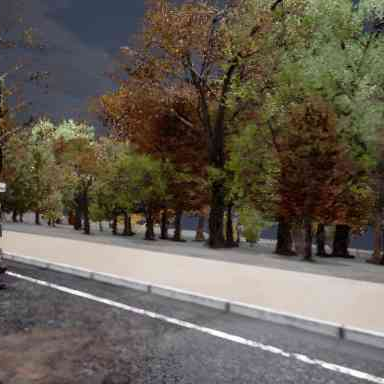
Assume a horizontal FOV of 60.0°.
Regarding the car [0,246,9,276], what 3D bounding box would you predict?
[{"bbox_3d":[-6.828,1.530,8.563,5.357,1.411,2.033,0,0,35],"label":"car"}]
